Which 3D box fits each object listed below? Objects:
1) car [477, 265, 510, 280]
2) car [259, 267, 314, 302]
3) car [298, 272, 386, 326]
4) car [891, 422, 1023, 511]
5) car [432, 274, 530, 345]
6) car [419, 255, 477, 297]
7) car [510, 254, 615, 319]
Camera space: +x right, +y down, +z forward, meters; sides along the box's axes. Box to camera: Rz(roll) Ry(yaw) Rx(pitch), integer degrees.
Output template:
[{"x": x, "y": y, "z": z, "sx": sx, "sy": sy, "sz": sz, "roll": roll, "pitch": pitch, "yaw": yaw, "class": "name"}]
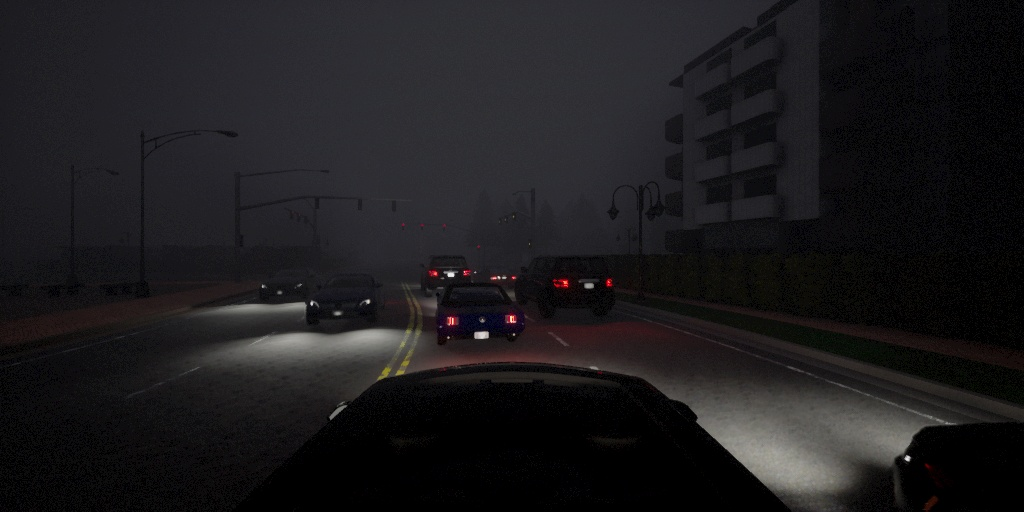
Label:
[{"x": -1.205, "y": 1.297, "z": 22.919, "sx": 2.033, "sy": 1.411, "sz": 5.357, "roll": 0, "pitch": 0, "yaw": -18, "class": "car"}, {"x": -10.530, "y": 1.275, "z": 17.386, "sx": 1.812, "sy": 1.442, "sz": 4.674, "roll": 0, "pitch": 0, "yaw": -18, "class": "car"}, {"x": -5.298, "y": 1.276, "z": 11.958, "sx": 1.812, "sy": 1.442, "sz": 4.674, "roll": 0, "pitch": 0, "yaw": -15, "class": "car"}, {"x": 3.357, "y": 1.252, "z": 0.281, "sx": 1.837, "sy": 1.490, "sz": 4.892, "roll": 0, "pitch": -1, "yaw": 1, "class": "car"}, {"x": -1.078, "y": 1.351, "z": 9.590, "sx": 1.895, "sy": 1.301, "sz": 4.718, "roll": 0, "pitch": 0, "yaw": -12, "class": "car"}, {"x": -3.614, "y": 0.971, "z": 19.025, "sx": 2.150, "sy": 2.045, "sz": 5.566, "roll": 0, "pitch": 0, "yaw": -18, "class": "car"}, {"x": 1.678, "y": 0.971, "z": 13.169, "sx": 2.150, "sy": 2.045, "sz": 5.566, "roll": 0, "pitch": 0, "yaw": -13, "class": "car"}]
